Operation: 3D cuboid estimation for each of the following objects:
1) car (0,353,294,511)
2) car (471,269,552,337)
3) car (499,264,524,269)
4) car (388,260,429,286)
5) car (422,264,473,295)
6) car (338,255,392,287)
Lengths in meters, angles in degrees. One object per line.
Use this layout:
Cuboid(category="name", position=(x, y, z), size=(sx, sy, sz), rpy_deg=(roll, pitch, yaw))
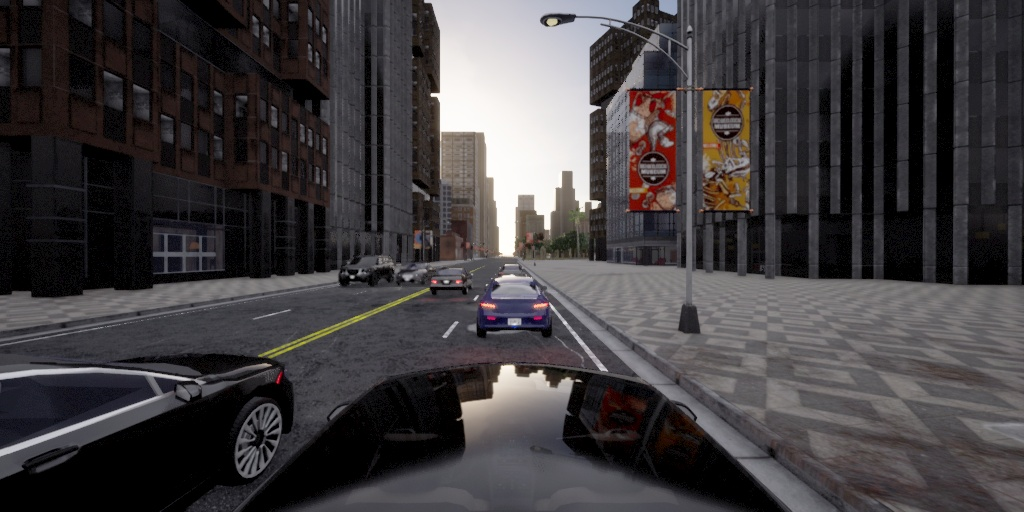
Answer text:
Cuboid(category="car", position=(-3.149, 1.242, 1.731), size=(2.128, 1.511, 4.902), rpy_deg=(0, 0, 0))
Cuboid(category="car", position=(0.048, 1.273, 10.151), size=(1.812, 1.442, 4.674), rpy_deg=(0, 0, 0))
Cuboid(category="car", position=(-0.024, 1.304, 26.841), size=(1.994, 1.385, 4.181), rpy_deg=(0, 0, 0))
Cuboid(category="car", position=(-6.717, 1.233, 25.400), size=(2.128, 1.511, 4.902), rpy_deg=(0, 0, 0))
Cuboid(category="car", position=(-3.230, 1.291, 19.769), size=(2.033, 1.411, 5.357), rpy_deg=(0, 0, -2))
Cuboid(category="car", position=(-9.965, 0.963, 25.092), size=(2.150, 2.045, 5.566), rpy_deg=(0, 0, 0))
